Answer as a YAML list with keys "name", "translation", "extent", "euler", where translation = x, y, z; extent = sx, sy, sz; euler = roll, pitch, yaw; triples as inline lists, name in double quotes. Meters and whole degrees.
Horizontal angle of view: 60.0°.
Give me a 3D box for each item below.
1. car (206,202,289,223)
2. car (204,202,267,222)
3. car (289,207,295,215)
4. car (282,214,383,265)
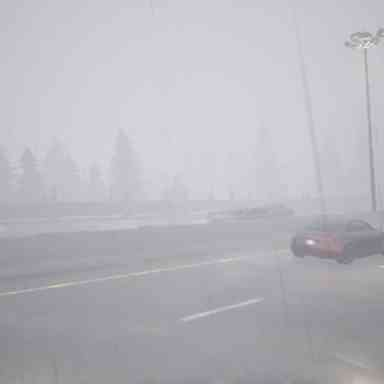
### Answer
- name: "car"
  translation: [3.084, 1.559, 19.084]
  extent: [4.892, 1.490, 1.837]
  euler: [0, 0, -35]
- name: "car"
  translation: [3.735, 1.621, 28.147]
  extent: [5.357, 1.411, 2.033]
  euler: [0, 0, -35]
- name: "car"
  translation: [5.702, 1.551, 25.248]
  extent: [5.008, 1.535, 1.882]
  euler: [0, 0, -35]
- name: "car"
  translation: [5.470, 1.612, 11.948]
  extent: [4.181, 1.385, 1.994]
  euler: [0, 0, -35]
